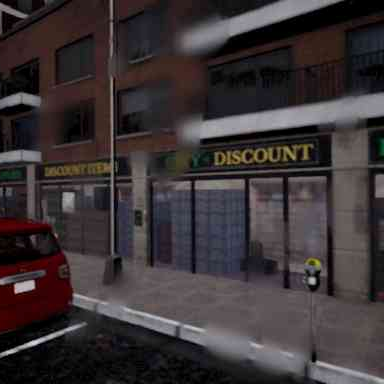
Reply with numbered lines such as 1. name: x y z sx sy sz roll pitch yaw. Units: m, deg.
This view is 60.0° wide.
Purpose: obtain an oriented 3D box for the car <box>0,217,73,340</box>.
1. car: -4.189 1.377 5.861 5.009 1.841 2.192 -1 0 35
